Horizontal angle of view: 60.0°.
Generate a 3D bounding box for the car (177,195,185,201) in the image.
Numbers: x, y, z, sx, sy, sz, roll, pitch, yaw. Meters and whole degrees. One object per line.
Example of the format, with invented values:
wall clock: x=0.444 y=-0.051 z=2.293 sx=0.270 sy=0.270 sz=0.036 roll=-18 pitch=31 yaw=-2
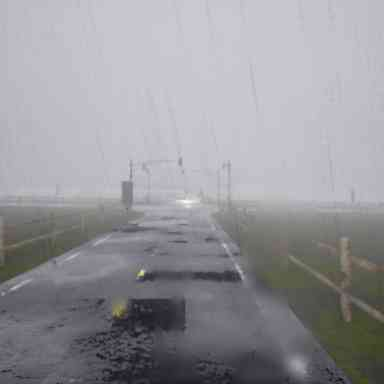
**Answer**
car: x=-2.752 y=1.512 z=83.746 sx=1.994 sy=1.385 sz=4.181 roll=0 pitch=0 yaw=0
